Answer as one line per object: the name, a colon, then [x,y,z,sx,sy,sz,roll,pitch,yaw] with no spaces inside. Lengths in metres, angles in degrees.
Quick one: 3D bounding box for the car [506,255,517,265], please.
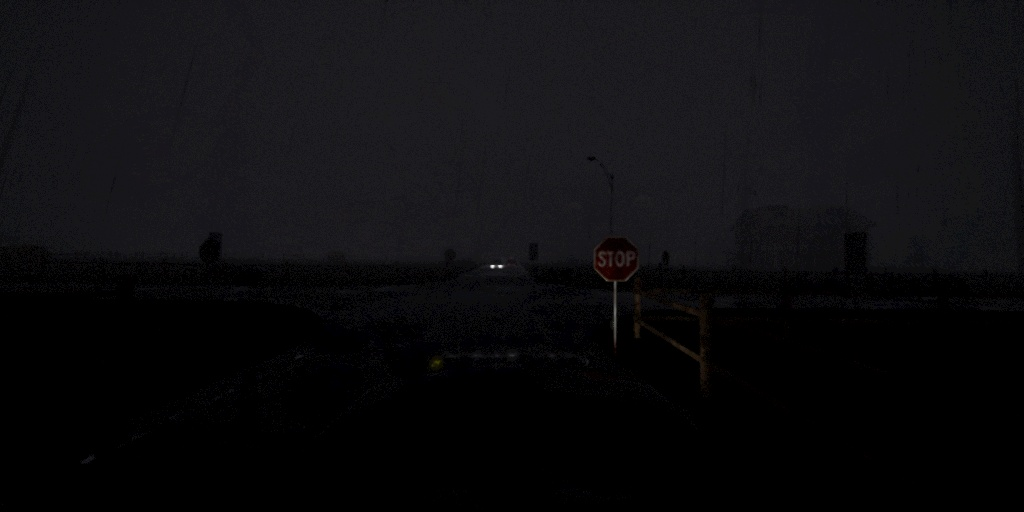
car: [-0.087,0.903,63.227,1.994,1.385,4.181,0,0,0]
